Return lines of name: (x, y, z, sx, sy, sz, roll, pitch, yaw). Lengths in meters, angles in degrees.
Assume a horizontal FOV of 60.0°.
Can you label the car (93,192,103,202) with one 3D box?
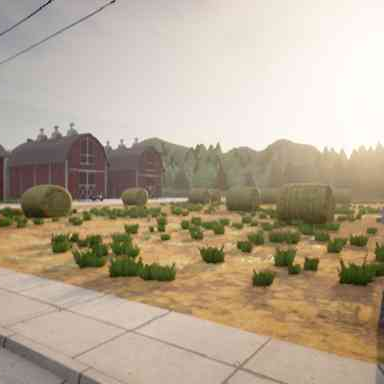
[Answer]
car: (-19.649, 1.017, 69.802, 1.905, 1.878, 3.866, 6, 1, -10)
